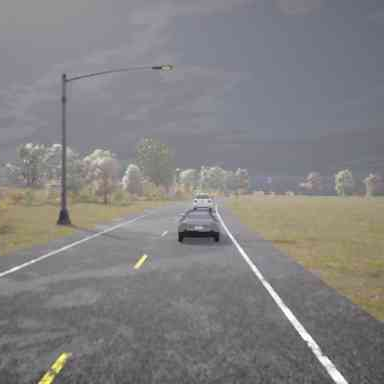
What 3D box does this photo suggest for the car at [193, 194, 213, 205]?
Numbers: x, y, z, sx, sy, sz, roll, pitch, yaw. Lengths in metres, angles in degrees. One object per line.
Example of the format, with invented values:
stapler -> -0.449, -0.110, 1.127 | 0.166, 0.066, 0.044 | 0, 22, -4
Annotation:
car -> 1.332, 1.228, 40.262 | 2.150, 2.045, 5.566 | 0, 0, 3

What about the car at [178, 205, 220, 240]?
car -> 0.353, 1.568, 16.905 | 1.994, 1.385, 4.181 | 0, 0, 1
